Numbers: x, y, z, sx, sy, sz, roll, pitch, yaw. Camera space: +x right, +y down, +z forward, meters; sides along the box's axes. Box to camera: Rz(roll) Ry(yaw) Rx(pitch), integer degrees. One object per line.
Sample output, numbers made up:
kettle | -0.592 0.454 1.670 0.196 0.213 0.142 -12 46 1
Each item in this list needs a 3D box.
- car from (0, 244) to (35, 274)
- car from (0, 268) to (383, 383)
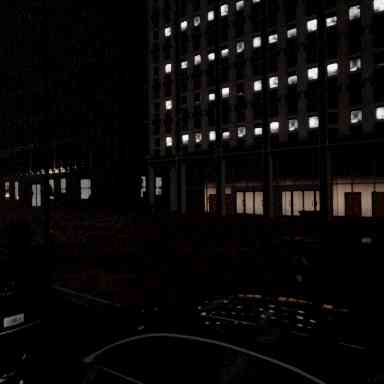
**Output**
car | -4.248 1.552 5.903 4.403 1.369 2.008 0 -1 35
car | 0.291 1.551 2.678 4.403 1.369 2.008 0 -1 35
